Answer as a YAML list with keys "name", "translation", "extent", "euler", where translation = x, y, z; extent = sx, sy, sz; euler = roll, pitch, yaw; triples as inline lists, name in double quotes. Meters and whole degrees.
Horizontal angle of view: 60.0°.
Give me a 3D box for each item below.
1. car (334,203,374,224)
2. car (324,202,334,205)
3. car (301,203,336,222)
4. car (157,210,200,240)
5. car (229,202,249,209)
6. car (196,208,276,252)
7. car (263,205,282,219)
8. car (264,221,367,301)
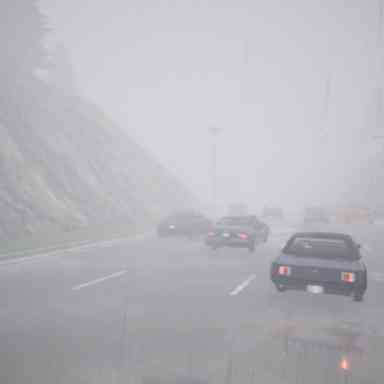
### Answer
- name: "car"
  translation: [14.005, 1.736, 28.676]
  extent: [2.097, 1.767, 4.553]
  euler: [1, -1, 14]
- name: "car"
  translation: [16.509, 1.983, 40.452]
  extent: [1.882, 1.535, 5.008]
  euler: [1, 0, 10]
- name: "car"
  translation: [10.036, 1.875, 27.148]
  extent: [2.033, 1.411, 5.357]
  euler: [1, 0, 15]
- name: "car"
  translation: [-0.275, 1.707, 18.280]
  extent: [1.994, 1.385, 4.181]
  euler: [0, 0, 21]
- name: "car"
  translation: [5.165, 1.856, 36.875]
  extent: [1.837, 1.490, 4.892]
  euler: [1, 0, 12]
- name: "car"
  translation: [2.194, 1.690, 14.814]
  extent: [2.033, 1.411, 5.357]
  euler: [0, 0, 22]
- name: "car"
  translation: [8.013, 1.956, 33.407]
  extent: [1.895, 1.301, 4.718]
  euler: [1, 0, 13]
- name: "car"
  translation: [3.415, 1.709, 8.782]
  extent: [1.895, 1.301, 4.718]
  euler: [0, 0, 24]
